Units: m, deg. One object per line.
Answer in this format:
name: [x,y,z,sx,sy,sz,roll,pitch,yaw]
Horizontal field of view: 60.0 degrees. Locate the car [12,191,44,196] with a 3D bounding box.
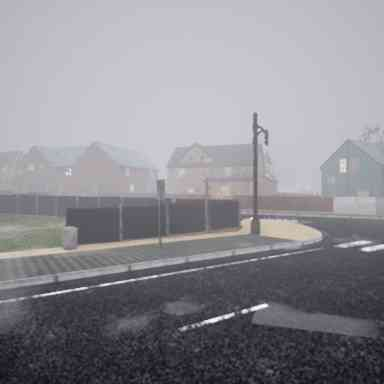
car: [-14.444,0.725,30.194,4.553,1.767,2.097,1,0,19]
